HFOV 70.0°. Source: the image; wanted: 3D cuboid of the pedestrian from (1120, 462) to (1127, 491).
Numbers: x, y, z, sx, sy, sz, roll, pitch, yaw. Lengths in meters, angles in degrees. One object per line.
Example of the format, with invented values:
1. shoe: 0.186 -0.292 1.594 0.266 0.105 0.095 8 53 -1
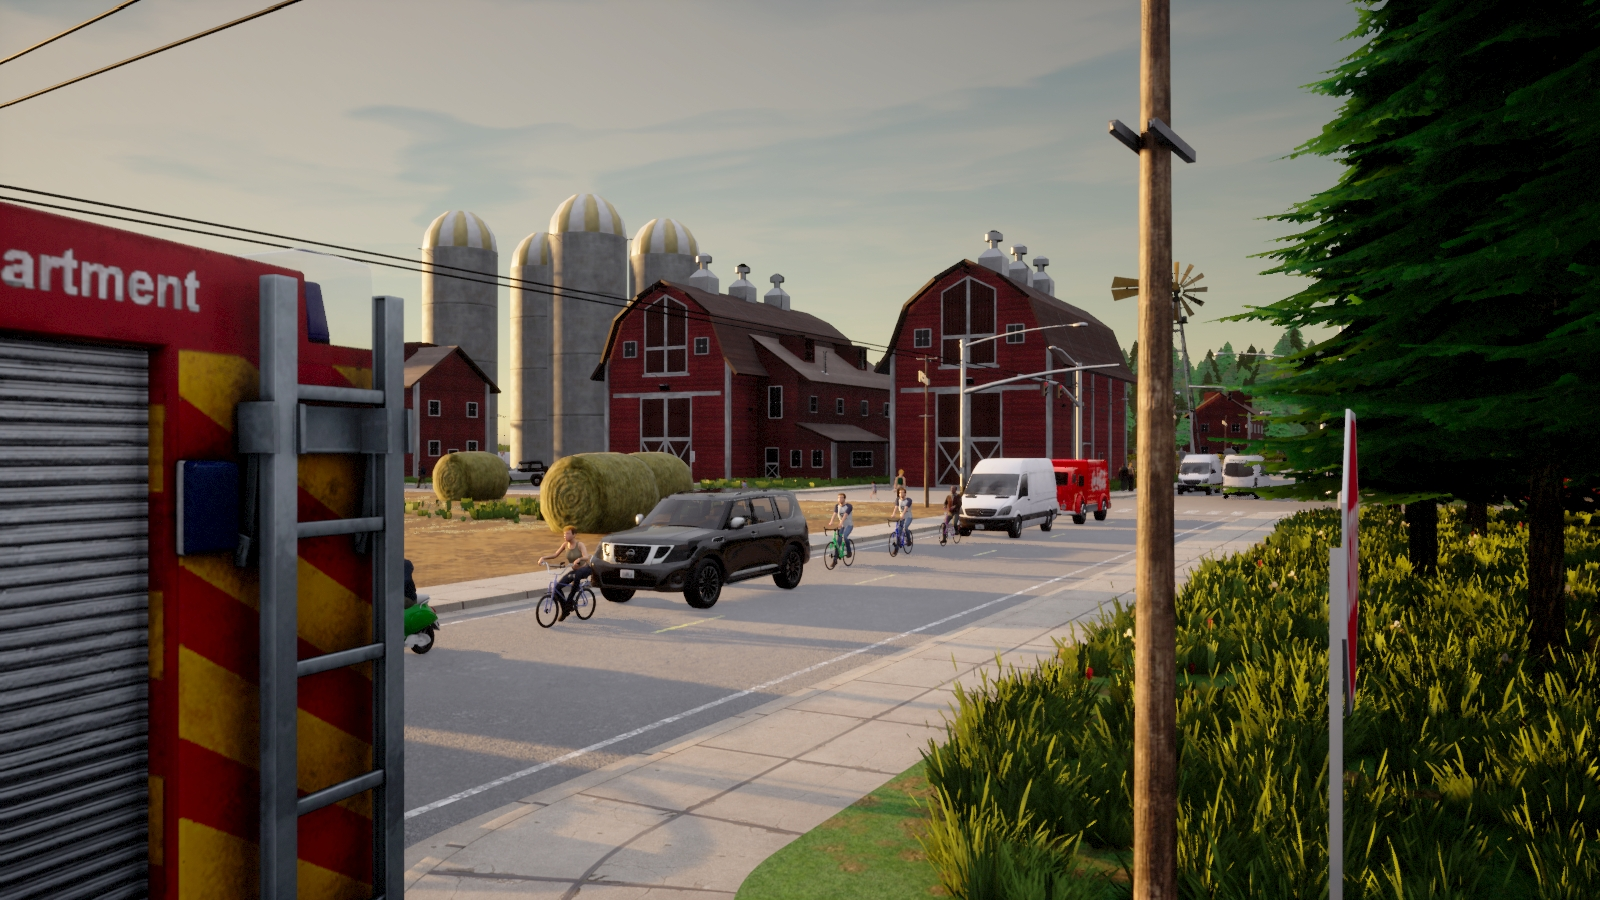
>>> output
1. pedestrian: 20.569 1.695 72.580 0.375 1.860 0.375 0 0 25

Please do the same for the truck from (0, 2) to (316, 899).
1. truck: -6.010 0.867 3.745 8.468 3.827 2.891 0 0 20

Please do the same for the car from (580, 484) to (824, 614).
1. car: -1.722 1.779 22.449 2.150 2.045 5.566 0 0 27

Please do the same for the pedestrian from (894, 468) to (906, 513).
1. pedestrian: 4.162 1.679 47.483 0.375 1.860 0.375 0 0 24

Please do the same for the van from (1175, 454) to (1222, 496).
1. van: 25.690 1.534 73.536 1.988 2.561 5.915 0 0 28

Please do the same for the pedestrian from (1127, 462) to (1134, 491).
1. pedestrian: 21.083 1.696 72.948 0.375 1.860 0.375 0 0 29

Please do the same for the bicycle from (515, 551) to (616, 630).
1. bicycle: -3.795 2.256 18.603 0.859 1.080 1.487 0 0 28

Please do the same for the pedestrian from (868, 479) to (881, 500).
1. pedestrian: 3.888 2.051 59.503 0.500 1.100 0.500 0 0 31

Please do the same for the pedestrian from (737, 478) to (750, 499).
1. pedestrian: -3.008 2.052 61.211 0.500 1.100 0.500 0 0 40

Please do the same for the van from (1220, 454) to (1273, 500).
1. van: 26.606 1.535 67.954 1.988 2.561 5.915 0 0 30

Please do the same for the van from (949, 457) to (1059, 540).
1. van: 7.076 1.534 38.960 1.988 2.561 5.915 0 0 28

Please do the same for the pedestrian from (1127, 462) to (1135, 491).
1. pedestrian: 21.401 1.694 73.888 0.375 1.860 0.375 0 0 35

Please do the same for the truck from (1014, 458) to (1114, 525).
1. truck: 10.572 1.568 45.383 2.627 2.467 5.204 0 0 28

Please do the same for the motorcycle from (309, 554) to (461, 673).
1. motorcycle: -5.533 2.142 15.333 0.856 1.316 1.805 0 0 28
